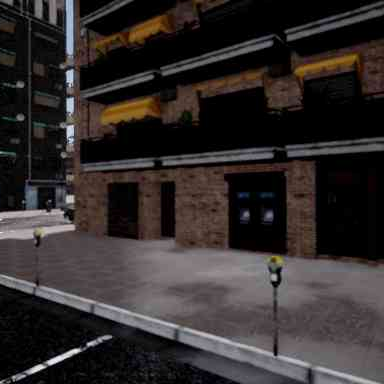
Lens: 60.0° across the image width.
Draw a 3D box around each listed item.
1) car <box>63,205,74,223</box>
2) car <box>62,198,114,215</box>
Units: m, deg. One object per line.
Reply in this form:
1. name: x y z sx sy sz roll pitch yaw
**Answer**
1. car: -6.937 1.423 23.664 2.008 1.369 4.403 0 1 36
2. car: -10.108 1.378 32.718 1.752 1.417 4.829 0 1 36
